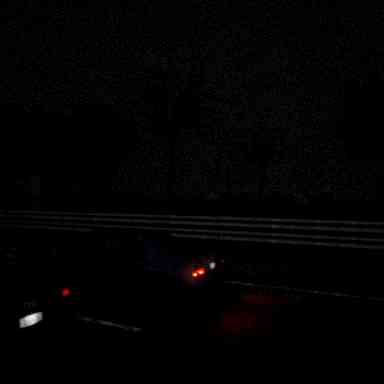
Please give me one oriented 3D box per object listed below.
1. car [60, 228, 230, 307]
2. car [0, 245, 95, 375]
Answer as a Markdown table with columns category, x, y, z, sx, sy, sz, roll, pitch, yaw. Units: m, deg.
| category | x | y | z | sx | sy | sz | roll | pitch | yaw |
| --- | --- | --- | --- | --- | --- | --- | --- | --- | --- |
| car | -1.831 | 1.591 | 7.986 | 5.357 | 1.411 | 2.033 | 0 | 0 | 25 |
| car | -3.840 | 1.593 | 5.064 | 4.181 | 1.385 | 1.994 | 0 | 0 | 25 |
